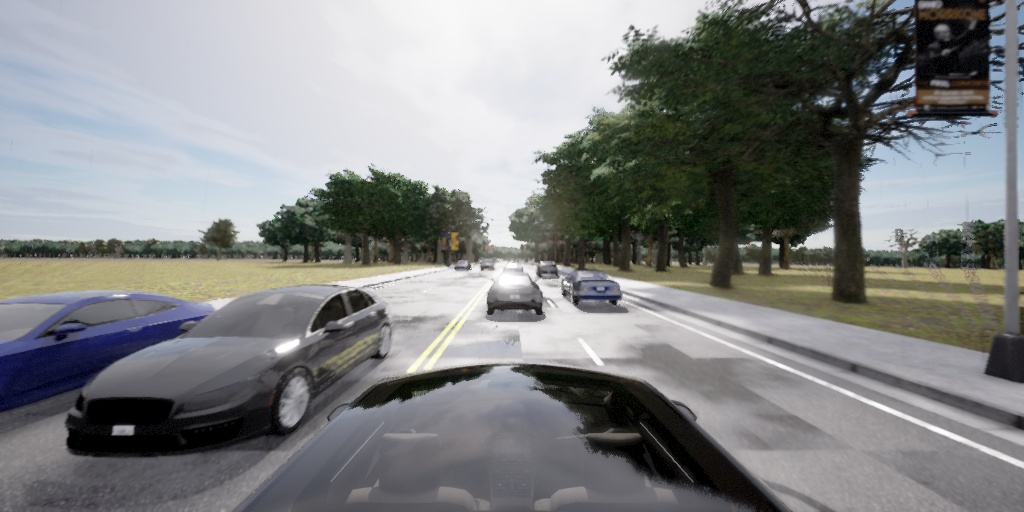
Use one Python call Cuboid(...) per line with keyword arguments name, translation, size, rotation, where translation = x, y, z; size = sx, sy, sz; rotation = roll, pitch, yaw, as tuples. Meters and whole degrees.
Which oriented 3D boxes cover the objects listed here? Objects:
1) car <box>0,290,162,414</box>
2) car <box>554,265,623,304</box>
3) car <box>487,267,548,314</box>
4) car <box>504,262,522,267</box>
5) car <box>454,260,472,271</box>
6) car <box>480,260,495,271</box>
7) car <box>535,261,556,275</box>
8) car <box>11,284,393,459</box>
Cuboid(name="car", translation=(-6.601, 1.272, 5.181), size=(1.812, 1.442, 4.674), rotation=(0, 0, 0))
Cuboid(name="car", translation=(3.349, 1.281, 16.059), size=(2.033, 1.411, 5.357), rotation=(0, 0, 0))
Cuboid(name="car", translation=(0.099, 1.300, 13.729), size=(1.994, 1.385, 4.181), rotation=(0, 0, 0))
Cuboid(name="car", translation=(0.100, 1.267, 31.897), size=(2.033, 1.411, 5.357), rotation=(0, 0, 0))
Cuboid(name="car", translation=(-6.573, 1.293, 48.409), size=(2.033, 1.411, 5.357), rotation=(0, 0, 0))
Cuboid(name="car", translation=(-3.319, 1.254, 49.147), size=(1.837, 1.490, 4.892), rotation=(0, -1, 0))
Cuboid(name="car", translation=(3.349, 1.212, 34.761), size=(2.128, 1.511, 4.902), rotation=(0, 0, 0))
Cuboid(name="car", translation=(-3.352, 1.250, 5.519), size=(1.837, 1.490, 4.892), rotation=(0, 0, 0))
